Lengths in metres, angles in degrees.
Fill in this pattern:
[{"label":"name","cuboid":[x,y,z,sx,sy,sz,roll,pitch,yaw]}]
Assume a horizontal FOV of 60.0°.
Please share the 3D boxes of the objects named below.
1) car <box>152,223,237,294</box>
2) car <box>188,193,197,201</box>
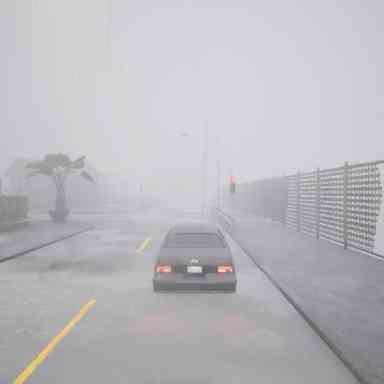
[{"label":"car","cuboid":[0.073,1.547,8.955,2.033,1.411,5.357,0,0,1]},{"label":"car","cuboid":[0.090,1.225,87.059,2.150,2.045,5.566,0,0,0]}]
